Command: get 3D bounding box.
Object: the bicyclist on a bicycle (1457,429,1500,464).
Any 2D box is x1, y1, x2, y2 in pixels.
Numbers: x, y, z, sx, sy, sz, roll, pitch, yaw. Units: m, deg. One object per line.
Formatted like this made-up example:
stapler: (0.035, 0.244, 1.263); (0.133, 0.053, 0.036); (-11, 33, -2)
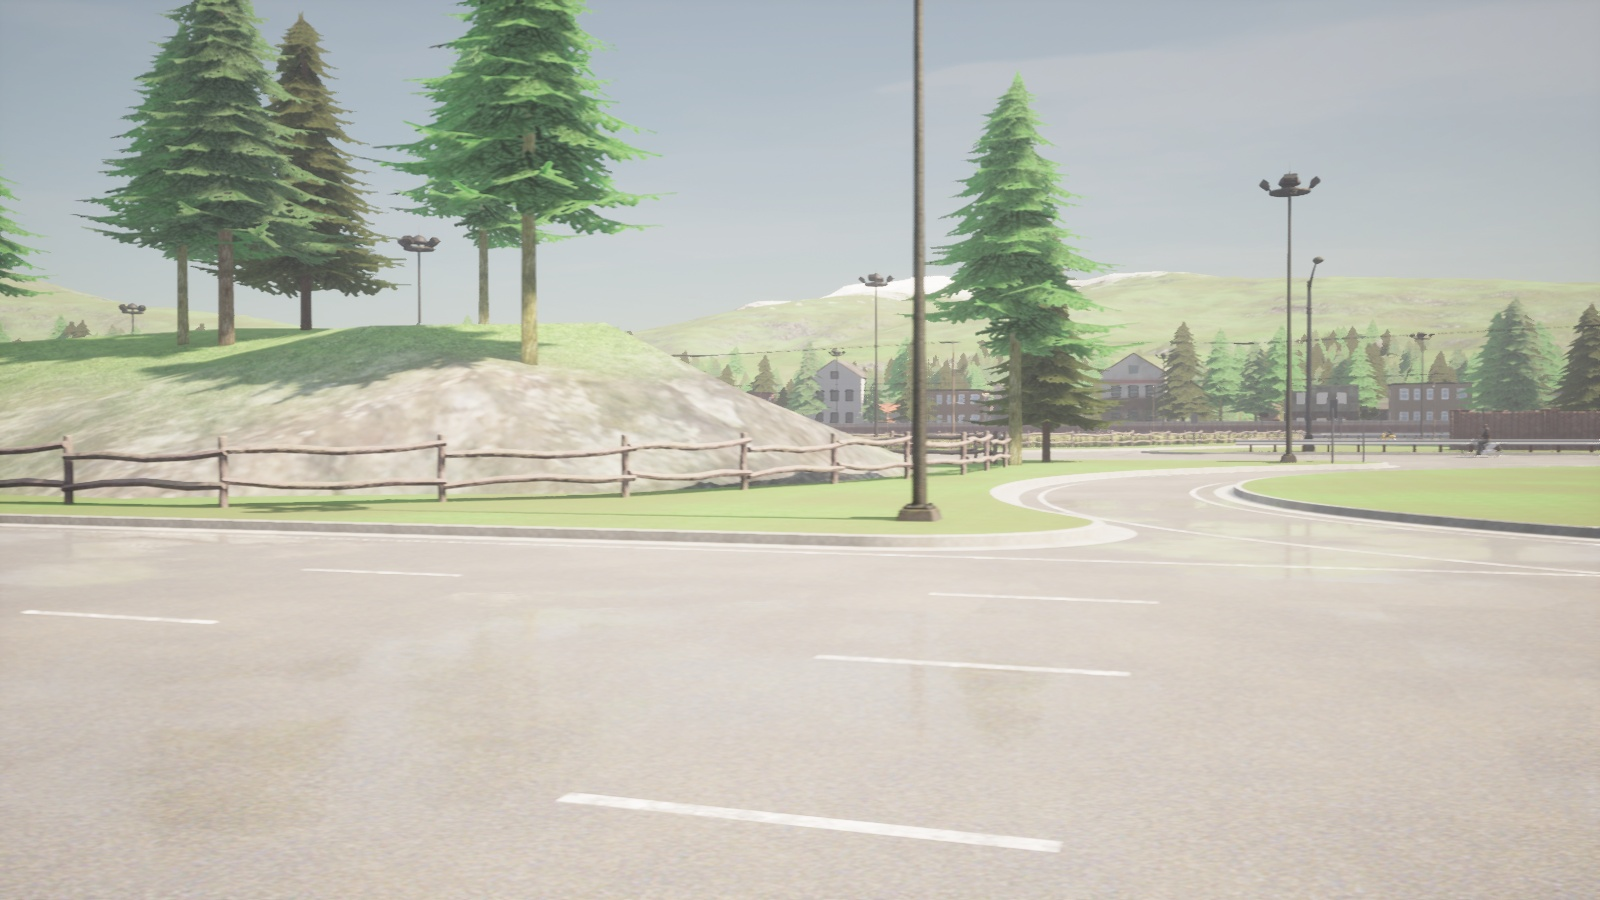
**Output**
bicyclist on a bicycle: (35.064, -0.205, 64.904); (1.843, 1.776, 0.659); (1, 1, 18)
